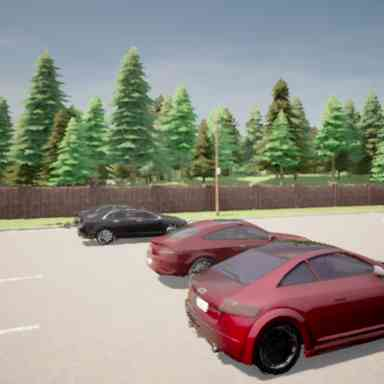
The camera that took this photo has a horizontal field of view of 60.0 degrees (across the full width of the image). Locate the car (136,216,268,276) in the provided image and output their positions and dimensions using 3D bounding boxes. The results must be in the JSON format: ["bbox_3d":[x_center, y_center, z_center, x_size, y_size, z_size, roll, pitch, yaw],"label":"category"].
[{"bbox_3d":[1.108,1.445,8.808,4.674,1.442,1.812,-1,0,-22],"label":"car"}]

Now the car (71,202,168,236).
[{"bbox_3d":[-3.910,1.399,18.087,4.892,1.490,1.837,-1,0,-22],"label":"car"}]

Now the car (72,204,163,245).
[{"bbox_3d":[-2.586,1.412,14.848,4.892,1.490,1.837,-1,0,-22],"label":"car"}]

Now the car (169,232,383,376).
[{"bbox_3d":[1.988,1.502,5.373,4.181,1.385,1.994,-1,0,-22],"label":"car"}]
